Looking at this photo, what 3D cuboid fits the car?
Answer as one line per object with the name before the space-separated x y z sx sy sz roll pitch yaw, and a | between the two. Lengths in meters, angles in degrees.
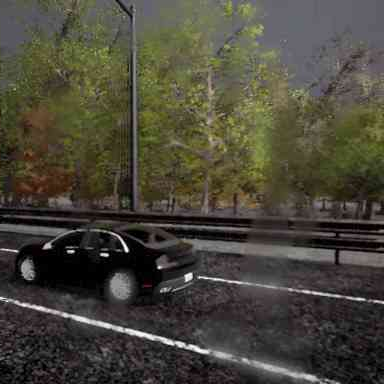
car | -2.183 1.507 8.004 4.892 1.490 1.837 0 0 29
